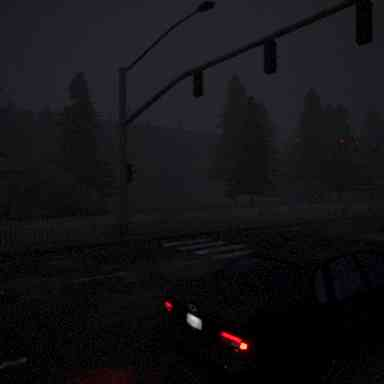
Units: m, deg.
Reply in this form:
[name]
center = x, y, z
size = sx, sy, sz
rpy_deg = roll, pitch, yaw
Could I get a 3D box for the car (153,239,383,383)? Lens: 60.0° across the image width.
[car]
center = 2.067, 1.499, 5.264
size = 5.357, 1.411, 2.033
rpy_deg = -1, 0, -36
